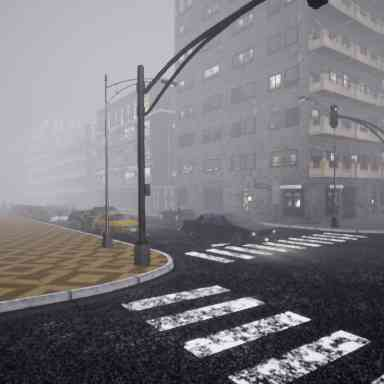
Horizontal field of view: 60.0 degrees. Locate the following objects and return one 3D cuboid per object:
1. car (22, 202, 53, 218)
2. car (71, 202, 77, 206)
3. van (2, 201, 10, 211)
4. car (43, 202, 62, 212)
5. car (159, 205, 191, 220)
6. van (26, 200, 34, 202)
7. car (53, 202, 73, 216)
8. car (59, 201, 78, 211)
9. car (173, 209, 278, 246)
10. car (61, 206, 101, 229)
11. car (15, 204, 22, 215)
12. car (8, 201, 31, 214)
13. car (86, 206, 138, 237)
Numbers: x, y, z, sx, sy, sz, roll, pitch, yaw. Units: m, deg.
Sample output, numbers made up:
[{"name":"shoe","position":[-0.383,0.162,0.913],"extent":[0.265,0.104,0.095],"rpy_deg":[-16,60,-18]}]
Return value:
[{"name":"car","position":[-18.247,2.262,39.142],"extent":[1.887,1.381,4.507],"rpy_deg":[-2,0,-36]},{"name":"car","position":[-17.893,2.389,48.466],"extent":[1.895,1.301,4.718],"rpy_deg":[-1,-1,-36]},{"name":"van","position":[-31.636,2.433,57.373],"extent":[1.690,1.788,3.998],"rpy_deg":[-2,0,-36]},{"name":"car","position":[-23.805,2.518,56.526],"extent":[1.994,1.385,4.181],"rpy_deg":[-1,-1,-37]},{"name":"car","position":[-1.455,1.915,30.430],"extent":[2.008,1.369,4.403],"rpy_deg":[-2,0,-36]},{"name":"van","position":[-41.613,2.831,85.121],"extent":[1.690,1.788,3.998],"rpy_deg":[-2,0,-36]},{"name":"car","position":[-16.960,2.319,41.838],"extent":[1.895,1.301,4.718],"rpy_deg":[-1,-1,-36]},{"name":"car","position":[-21.534,2.366,57.775],"extent":[1.967,1.590,4.097],"rpy_deg":[-2,0,-36]},{"name":"car","position":[1.601,1.747,16.662],"extent":[2.033,1.411,5.357],"rpy_deg":[-1,-1,-39]},{"name":"car","position":[-8.209,2.002,25.470],"extent":[1.947,1.339,4.313],"rpy_deg":[-2,0,-36]},{"name":"car","position":[-21.592,2.392,43.700],"extent":[1.802,1.307,4.206],"rpy_deg":[-2,0,-36]},{"name":"car","position":[-24.939,2.449,48.257],"extent":[1.887,1.381,4.507],"rpy_deg":[-2,0,-36]},{"name":"car","position":[-4.764,1.865,20.776],"extent":[1.752,1.417,4.829],"rpy_deg":[-2,0,-36]}]
